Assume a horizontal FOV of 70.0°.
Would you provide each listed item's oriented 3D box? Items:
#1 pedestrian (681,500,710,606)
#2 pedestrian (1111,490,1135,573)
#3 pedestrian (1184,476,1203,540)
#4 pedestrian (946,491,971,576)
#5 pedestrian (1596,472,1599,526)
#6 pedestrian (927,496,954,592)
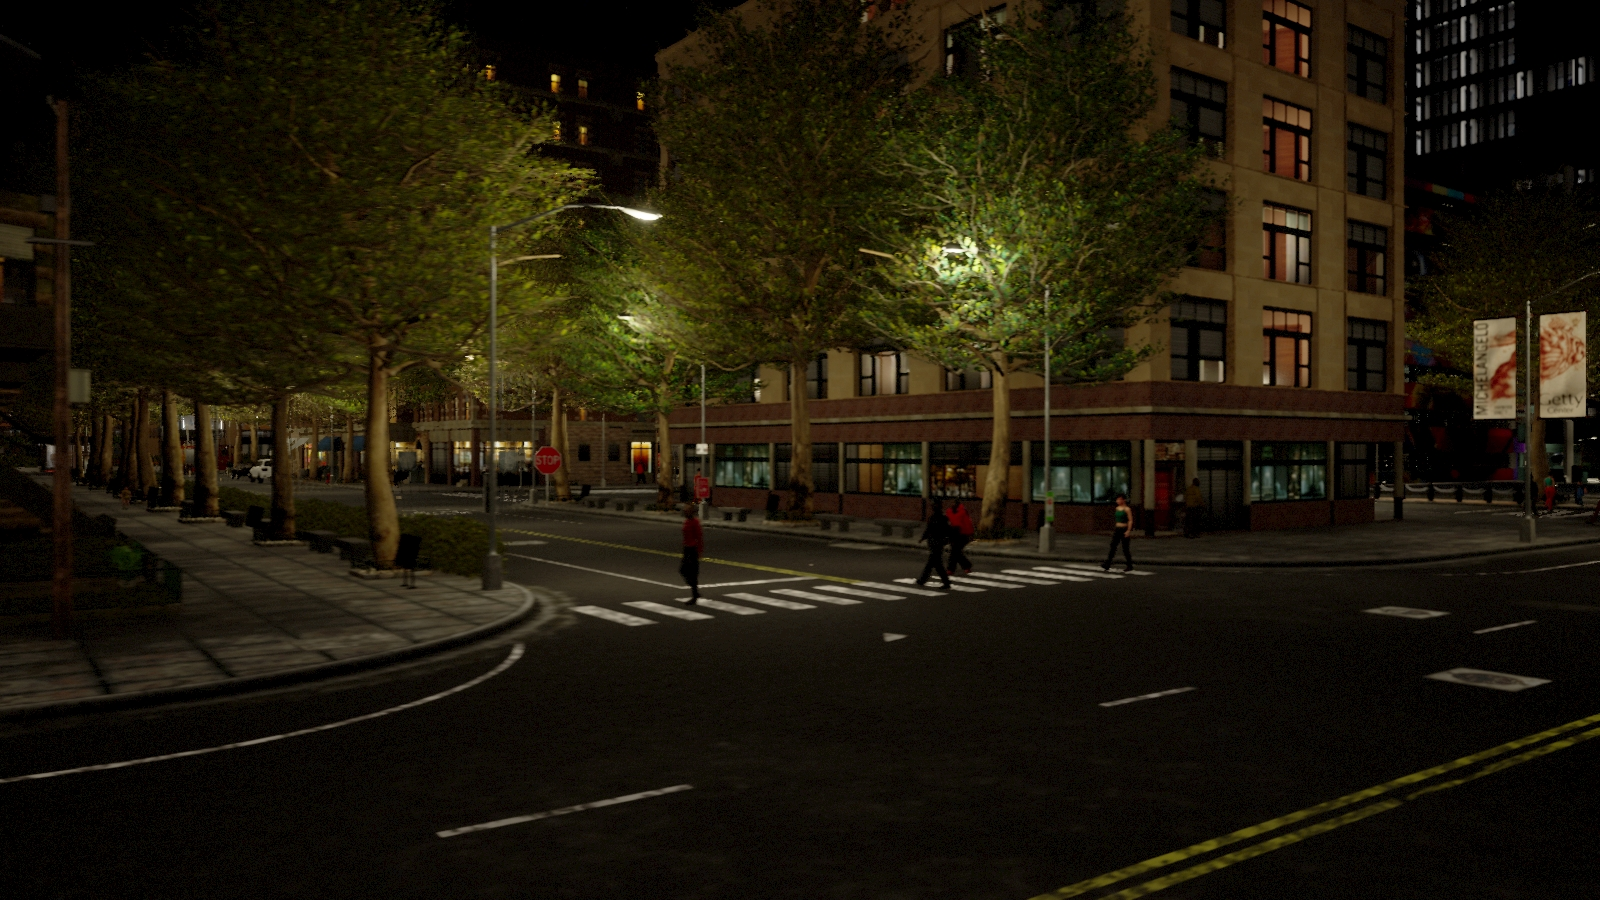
[{"bbox_3d":[-1.880,1.850,20.558,0.375,1.860,0.375,0,0,-35],"label":"pedestrian"},{"bbox_3d":[7.344,1.849,25.982,0.375,1.860,0.375,0,0,-31],"label":"pedestrian"},{"bbox_3d":[11.532,1.697,33.504,0.375,1.860,0.375,0,0,-19],"label":"pedestrian"},{"bbox_3d":[3.520,1.850,25.381,0.375,1.860,0.375,0,0,-40],"label":"pedestrian"},{"bbox_3d":[27.776,1.697,39.453,0.375,1.860,0.375,0,0,-34],"label":"pedestrian"},{"bbox_3d":[2.778,1.849,22.648,0.375,1.860,0.375,0,0,-36],"label":"pedestrian"}]
